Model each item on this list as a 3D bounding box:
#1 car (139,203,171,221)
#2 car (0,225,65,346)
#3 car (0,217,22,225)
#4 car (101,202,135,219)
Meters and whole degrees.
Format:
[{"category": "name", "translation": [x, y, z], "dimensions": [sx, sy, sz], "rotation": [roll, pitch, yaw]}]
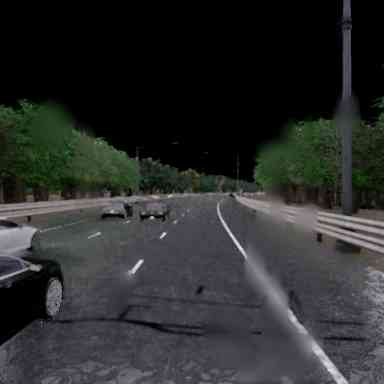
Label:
[{"category": "car", "translation": [-2.775, 1.544, 26.134], "dimensions": [1.895, 1.301, 4.718], "rotation": [0, 0, 2]}, {"category": "car", "translation": [-3.351, 1.484, 4.427], "dimensions": [2.128, 1.511, 4.902], "rotation": [0, 0, 1]}, {"category": "car", "translation": [-6.757, 1.504, 10.889], "dimensions": [1.812, 1.442, 4.674], "rotation": [0, 0, 1]}, {"category": "car", "translation": [-6.181, 1.500, 28.133], "dimensions": [1.994, 1.385, 4.181], "rotation": [0, 0, 3]}]
